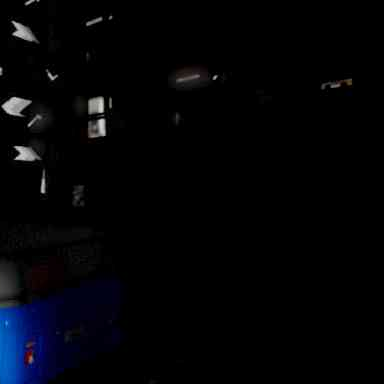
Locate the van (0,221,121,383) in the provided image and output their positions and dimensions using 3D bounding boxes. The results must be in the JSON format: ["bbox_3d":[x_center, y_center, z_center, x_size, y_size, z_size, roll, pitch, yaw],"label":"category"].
[{"bbox_3d":[-2.864,1.317,4.606,3.998,1.788,1.690,0,1,31],"label":"van"}]
